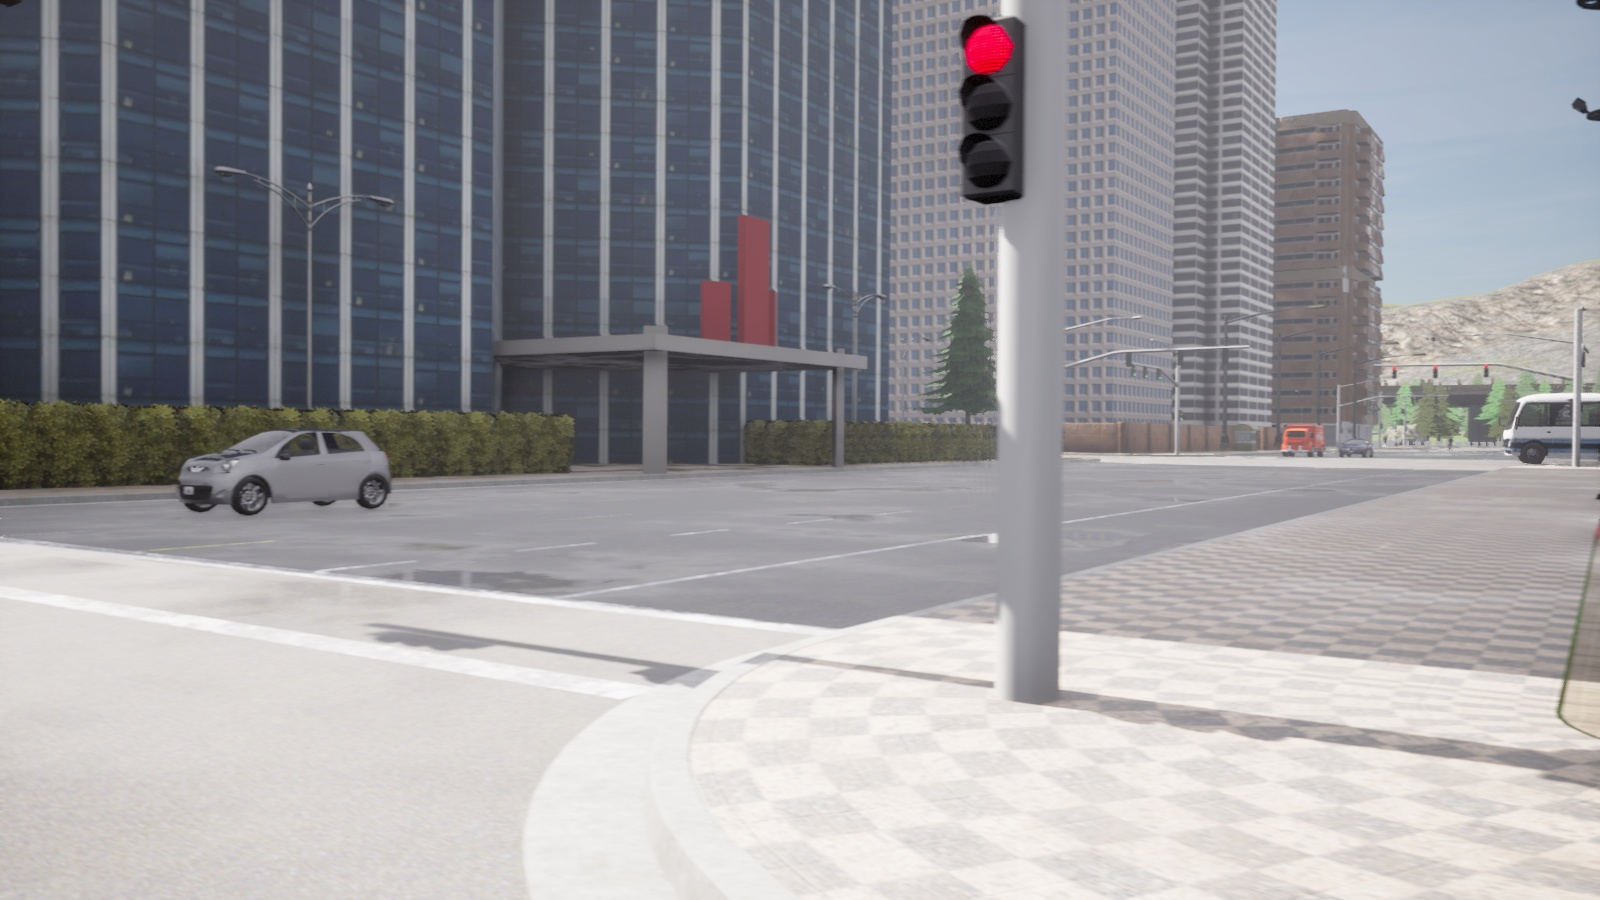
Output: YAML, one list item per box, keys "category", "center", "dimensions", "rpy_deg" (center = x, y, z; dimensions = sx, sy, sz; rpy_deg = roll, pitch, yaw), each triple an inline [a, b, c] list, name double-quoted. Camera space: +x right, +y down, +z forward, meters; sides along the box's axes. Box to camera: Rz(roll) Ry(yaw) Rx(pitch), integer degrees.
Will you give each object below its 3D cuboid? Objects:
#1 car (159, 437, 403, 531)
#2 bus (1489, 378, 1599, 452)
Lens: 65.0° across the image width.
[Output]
- category: "car"
  center: [-9.243, 0.545, 22.617]
  dimensions: [1.845, 1.501, 3.633]
  rpy_deg: [0, 1, 33]
- category: "bus"
  center: [46.443, -2.070, 73.759]
  dimensions: [10.273, 4.253, 3.944]
  rpy_deg: [0, 1, 26]
